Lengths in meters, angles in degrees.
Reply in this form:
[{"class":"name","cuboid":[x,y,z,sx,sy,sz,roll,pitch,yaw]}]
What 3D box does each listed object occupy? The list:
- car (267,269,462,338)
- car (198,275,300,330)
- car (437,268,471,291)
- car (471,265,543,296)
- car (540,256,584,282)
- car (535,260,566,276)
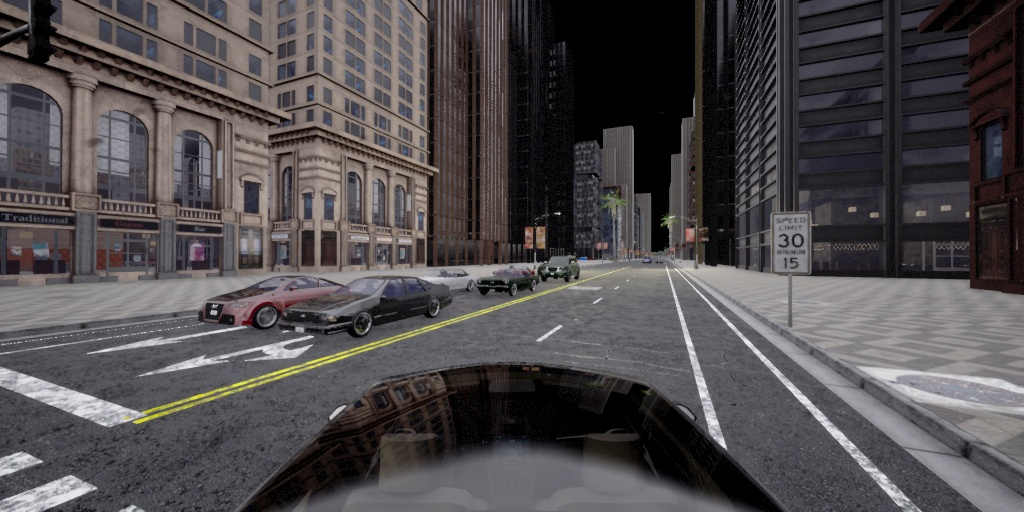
[{"class":"car","cuboid":[-3.834,1.299,10.669,2.033,1.411,5.357,0,0,23]},{"class":"car","cuboid":[-7.092,1.316,11.297,1.994,1.385,4.181,0,0,23]},{"class":"car","cuboid":[-3.687,1.357,19.370,1.895,1.301,4.718,0,0,23]},{"class":"car","cuboid":[-0.102,1.358,19.502,1.895,1.301,4.718,0,0,23]},{"class":"car","cuboid":[4.065,0.987,29.354,2.150,2.045,5.566,0,0,23]},{"class":"car","cuboid":[4.198,1.251,37.932,1.882,1.535,5.008,0,0,23]}]
